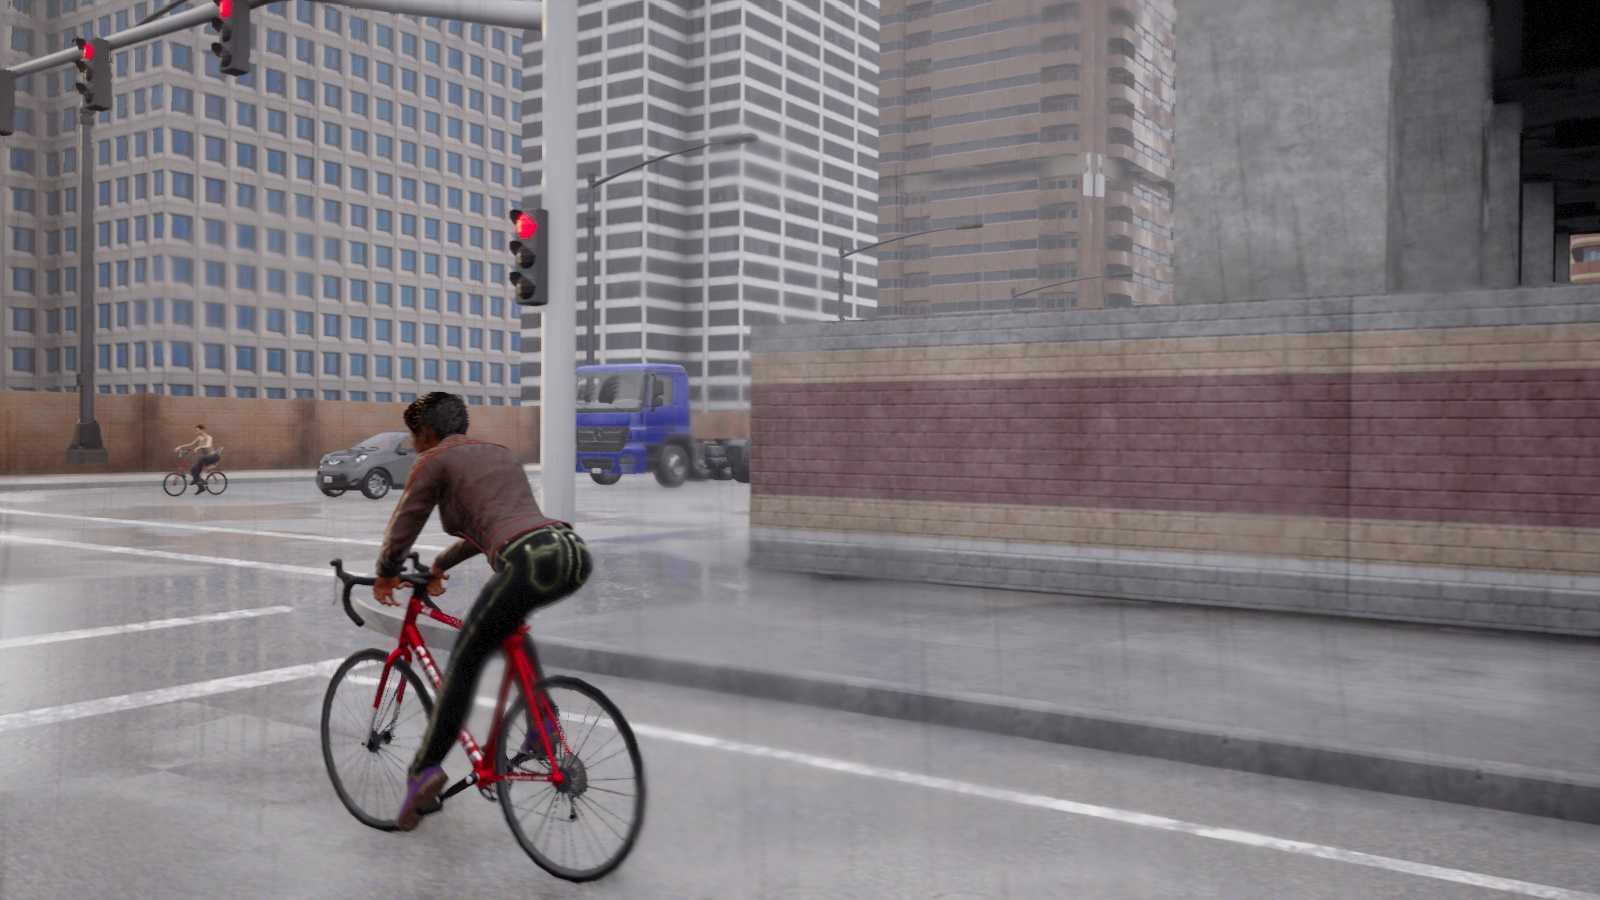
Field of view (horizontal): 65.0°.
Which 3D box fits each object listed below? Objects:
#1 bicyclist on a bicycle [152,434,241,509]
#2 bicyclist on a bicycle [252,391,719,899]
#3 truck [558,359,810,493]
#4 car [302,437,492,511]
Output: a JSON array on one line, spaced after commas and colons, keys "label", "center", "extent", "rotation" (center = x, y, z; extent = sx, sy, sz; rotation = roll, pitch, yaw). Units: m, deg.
[{"label": "bicyclist on a bicycle", "center": [-13.317, 0.452, 27.750], "extent": [0.866, 1.612, 1.509], "rotation": [0, 1, 34]}, {"label": "bicyclist on a bicycle", "center": [-1.135, 0.640, 4.376], "extent": [1.656, 1.620, 0.582], "rotation": [-1, 1, 34]}, {"label": "truck", "center": [-3.132, -0.685, 36.553], "extent": [2.891, 3.462, 7.936], "rotation": [0, 1, 34]}, {"label": "car", "center": [-8.914, 0.480, 28.011], "extent": [1.845, 1.501, 3.633], "rotation": [0, 1, 34]}]
